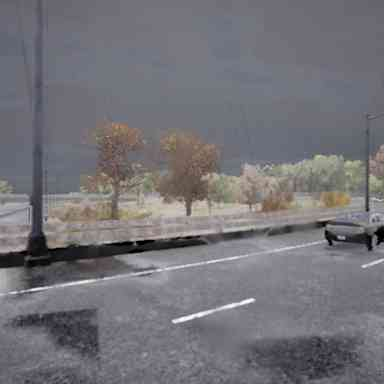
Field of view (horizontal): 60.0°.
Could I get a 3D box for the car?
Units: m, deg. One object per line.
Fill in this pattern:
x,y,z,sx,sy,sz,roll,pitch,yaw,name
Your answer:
7.720,1.634,14.950,4.902,1.511,2.128,1,0,-44,car
